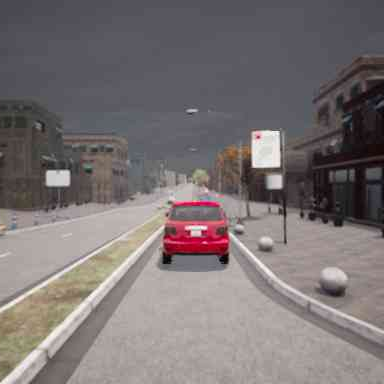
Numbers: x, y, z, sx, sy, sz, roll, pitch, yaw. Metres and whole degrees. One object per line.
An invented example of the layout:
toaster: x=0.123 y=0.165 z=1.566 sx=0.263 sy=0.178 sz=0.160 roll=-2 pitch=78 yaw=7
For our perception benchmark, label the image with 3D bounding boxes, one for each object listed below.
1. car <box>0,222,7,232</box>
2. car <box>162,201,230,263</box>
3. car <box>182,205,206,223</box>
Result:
car: x=-13.127 y=1.698 z=18.178 sx=5.366 sy=1.575 sz=1.946 roll=0 pitch=-1 yaw=-1
car: x=0.128 y=1.345 z=12.530 sx=2.150 sy=2.045 sz=5.566 roll=0 pitch=-1 yaw=0
car: x=0.211 y=1.981 z=30.881 sx=2.033 sy=1.411 sz=5.357 roll=0 pitch=-1 yaw=0
